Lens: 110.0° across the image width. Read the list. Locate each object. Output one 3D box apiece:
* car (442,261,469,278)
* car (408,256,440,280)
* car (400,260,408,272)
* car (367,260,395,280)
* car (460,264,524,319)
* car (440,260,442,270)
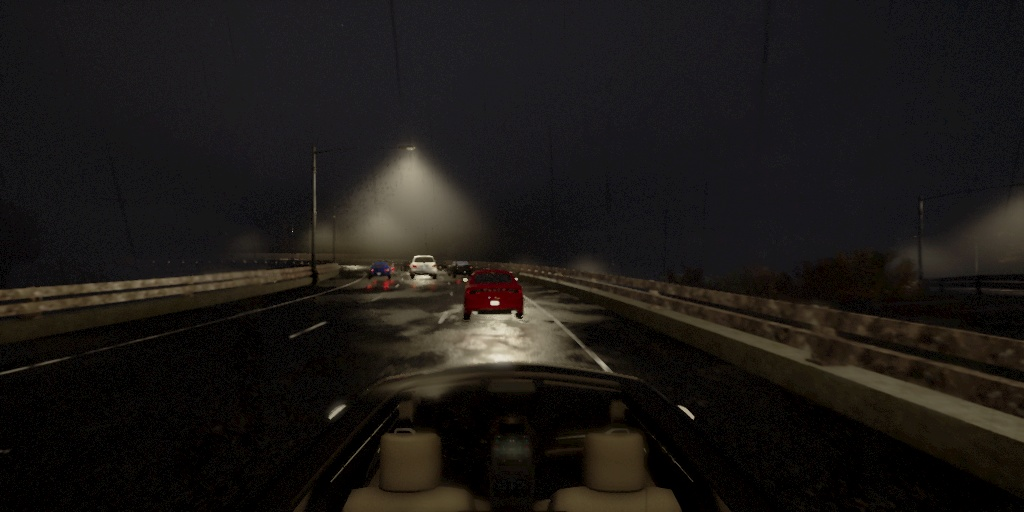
[{"bbox_3d":[-4.969,1.241,34.190,2.128,1.511,4.902,0,0,-19],"label":"car"},{"bbox_3d":[-8.041,0.989,32.349,2.150,2.045,5.566,0,0,-17],"label":"car"},{"bbox_3d":[-13.138,1.287,45.980,1.837,1.490,4.892,0,0,-24],"label":"car"},{"bbox_3d":[-11.683,1.311,31.986,1.812,1.442,4.674,0,0,-16],"label":"car"},{"bbox_3d":[-0.750,1.222,12.941,1.882,1.535,5.008,0,0,-6],"label":"car"},{"bbox_3d":[-10.064,1.242,47.674,1.882,1.535,5.008,0,0,-24],"label":"car"}]
